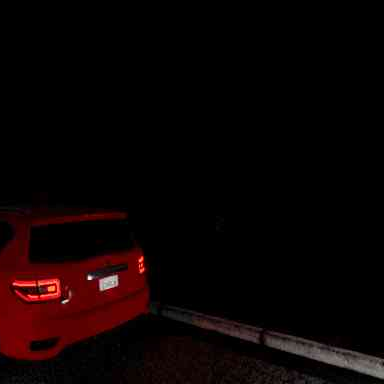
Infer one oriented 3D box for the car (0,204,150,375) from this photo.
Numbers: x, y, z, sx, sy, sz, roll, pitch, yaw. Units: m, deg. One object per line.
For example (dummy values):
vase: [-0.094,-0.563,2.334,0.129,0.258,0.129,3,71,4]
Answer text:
car: [-3.237,1.229,5.686,5.566,2.045,2.150,0,0,35]
